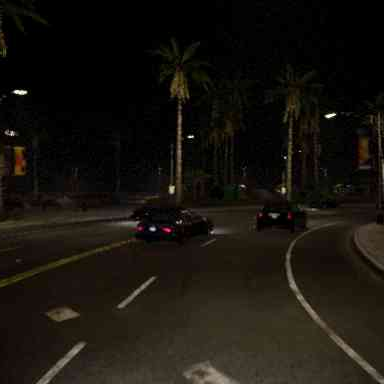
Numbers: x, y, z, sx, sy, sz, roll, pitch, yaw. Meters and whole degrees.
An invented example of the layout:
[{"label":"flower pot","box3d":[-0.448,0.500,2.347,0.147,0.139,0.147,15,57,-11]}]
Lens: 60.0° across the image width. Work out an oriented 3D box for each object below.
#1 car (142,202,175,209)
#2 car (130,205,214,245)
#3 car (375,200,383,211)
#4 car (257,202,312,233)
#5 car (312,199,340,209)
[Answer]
[{"label":"car","box3d":[-2.593,1.549,27.060,2.033,1.411,5.357,0,0,33]},{"label":"car","box3d":[-0.623,1.549,15.684,2.033,1.411,5.357,0,0,22]},{"label":"car","box3d":[24.118,1.578,40.000,4.181,1.385,1.994,0,0,-23]},{"label":"car","box3d":[5.512,1.356,19.937,2.097,1.767,4.553,0,0,29]},{"label":"car","box3d":[17.928,1.605,44.904,4.181,1.385,1.994,0,0,-28]}]
